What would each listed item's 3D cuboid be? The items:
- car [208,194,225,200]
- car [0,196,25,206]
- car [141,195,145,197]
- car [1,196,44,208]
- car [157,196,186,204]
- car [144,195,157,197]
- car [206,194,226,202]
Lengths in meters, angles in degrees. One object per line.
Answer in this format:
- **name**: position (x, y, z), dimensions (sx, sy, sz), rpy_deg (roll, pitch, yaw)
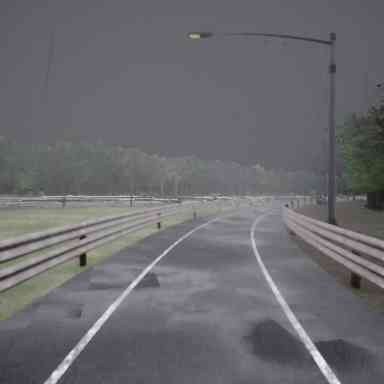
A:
- **car**: position (6.357, 1.422, 79.391), dimensions (2.150, 2.045, 5.566), rpy_deg (0, 0, 40)
- **car**: position (-26.146, 1.241, 46.343), dimensions (1.895, 1.301, 4.718), rpy_deg (0, 0, 40)
- **car**: position (-8.772, 1.424, 66.908), dimensions (2.128, 1.511, 4.902), rpy_deg (0, -1, 40)
- **car**: position (-20.790, 1.278, 41.814), dimensions (1.895, 1.301, 4.718), rpy_deg (0, 0, 40)
- **car**: position (-3.396, 1.541, 62.420), dimensions (2.033, 1.411, 5.357), rpy_deg (0, 0, 40)
- **car**: position (-6.093, 1.518, 64.642), dimensions (2.033, 1.411, 5.357), rpy_deg (0, 0, 40)
- **car**: position (6.250, 1.449, 84.689), dimensions (2.150, 2.045, 5.566), rpy_deg (0, 0, 40)
